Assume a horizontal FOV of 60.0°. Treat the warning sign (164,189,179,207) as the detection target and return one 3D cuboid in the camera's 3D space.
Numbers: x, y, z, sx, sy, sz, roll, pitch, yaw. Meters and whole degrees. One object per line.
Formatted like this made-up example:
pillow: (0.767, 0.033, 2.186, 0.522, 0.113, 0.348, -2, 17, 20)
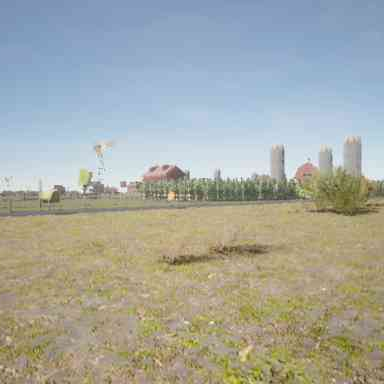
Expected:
warning sign: (-2.183, 0.658, 35.056, 1.060, 1.860, 1.300, 0, -1, -35)
